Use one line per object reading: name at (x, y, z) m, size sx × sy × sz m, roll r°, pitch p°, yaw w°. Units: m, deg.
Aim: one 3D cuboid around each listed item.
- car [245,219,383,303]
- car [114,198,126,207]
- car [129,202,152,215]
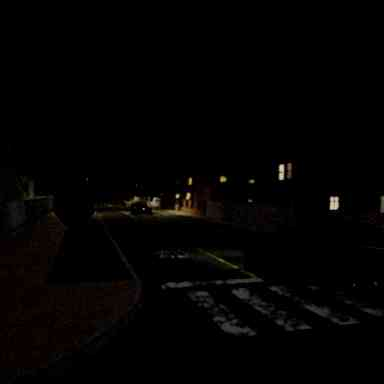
car at (3.602, 1.521, 9.093) m, size 2.097 × 1.767 × 4.553 m, roll 3°, pitch -1°, yaw -36°
car at (-12.585, 1.762, 58.072) m, size 1.837 × 1.490 × 4.892 m, roll 2°, pitch -1°, yaw -18°
car at (-5.763, 1.775, 37.146) m, size 1.994 × 1.385 × 4.181 m, roll 2°, pitch -1°, yaw -18°
